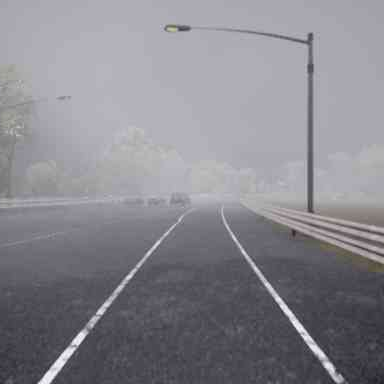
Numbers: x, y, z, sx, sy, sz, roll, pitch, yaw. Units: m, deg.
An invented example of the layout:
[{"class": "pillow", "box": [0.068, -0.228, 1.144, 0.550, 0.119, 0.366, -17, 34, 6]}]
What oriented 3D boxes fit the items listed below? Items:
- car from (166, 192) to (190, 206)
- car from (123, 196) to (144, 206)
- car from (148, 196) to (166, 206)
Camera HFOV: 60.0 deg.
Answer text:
[{"class": "car", "box": [-1.780, 1.080, 50.968, 2.150, 2.045, 5.566, 0, 0, 12]}, {"class": "car", "box": [-8.880, 1.349, 51.160, 2.128, 1.511, 4.902, 0, 0, 12]}, {"class": "car", "box": [-5.327, 1.365, 51.046, 1.837, 1.490, 4.892, 0, 0, 12]}]
